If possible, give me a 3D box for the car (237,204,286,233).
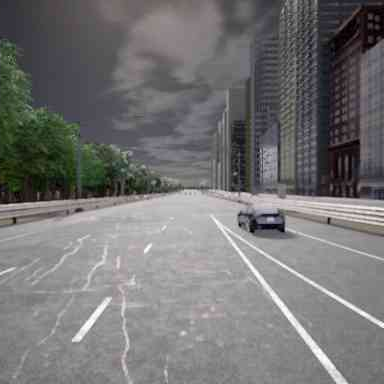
[{"bbox_3d":[3.900,1.444,19.321,2.163,1.488,4.792,0,0,-3],"label":"car"}]
